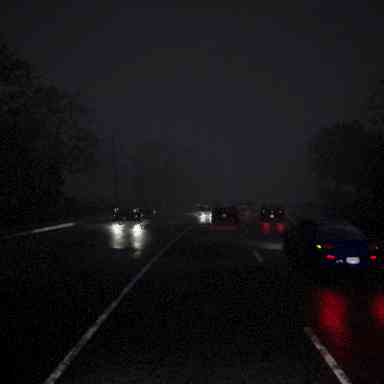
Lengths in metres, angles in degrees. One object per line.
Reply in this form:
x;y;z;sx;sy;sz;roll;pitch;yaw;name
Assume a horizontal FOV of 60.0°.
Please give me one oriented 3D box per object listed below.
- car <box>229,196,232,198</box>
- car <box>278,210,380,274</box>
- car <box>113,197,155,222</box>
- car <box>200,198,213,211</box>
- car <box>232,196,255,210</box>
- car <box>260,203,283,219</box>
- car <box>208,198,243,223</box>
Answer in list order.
8.224;1.467;65.381;1.882;1.535;5.008;0;0;26;car
4.178;1.532;10.569;1.812;1.442;4.674;0;0;4;car
-4.489;1.328;26.367;2.097;1.767;4.553;0;0;11;car
2.310;1.481;40.074;2.128;1.511;4.902;0;0;17;car
6.839;1.495;42.293;2.128;1.511;4.902;0;0;17;car
6.815;1.612;28.583;1.895;1.301;4.718;0;0;12;car
2.650;1.476;25.408;1.882;1.535;5.008;0;0;10;car
